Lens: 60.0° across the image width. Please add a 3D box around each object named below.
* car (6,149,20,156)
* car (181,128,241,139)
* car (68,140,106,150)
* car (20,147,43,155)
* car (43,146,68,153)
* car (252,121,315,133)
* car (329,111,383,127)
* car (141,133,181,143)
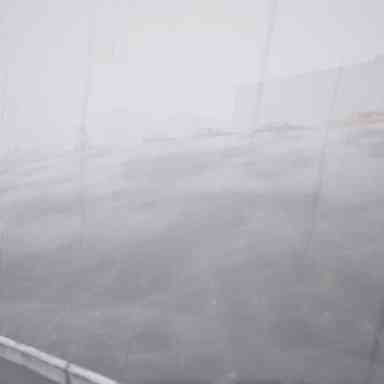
[{"bbox_3d":[-24.266,-5.223,46.720,4.553,1.767,2.185,2,1,38],"label":"car"},{"bbox_3d":[1.908,-4.347,26.392,4.892,1.521,2.231,2,1,38],"label":"car"},{"bbox_3d":[-11.090,-4.856,36.481,4.553,1.767,2.185,2,1,38],"label":"car"},{"bbox_3d":[-19.908,-5.104,43.333,4.553,1.767,2.185,2,1,38],"label":"car"},{"bbox_3d":[-15.429,-4.812,39.854,4.674,1.452,2.002,2,1,38],"label":"car"},{"bbox_3d":[6.355,-4.152,23.080,4.674,1.452,2.002,2,2,37],"label":"car"},{"bbox_3d":[10.873,-4.033,19.862,5.008,1.535,2.097,2,2,35],"label":"car"},{"bbox_3d":[-2.455,-4.483,29.771,4.892,1.521,2.231,2,1,38],"label":"car"}]
